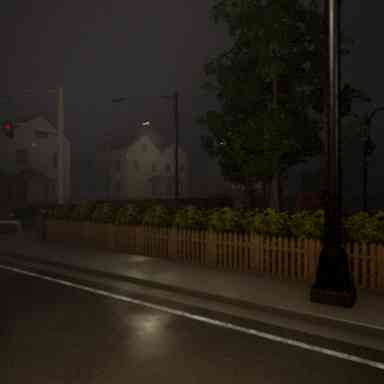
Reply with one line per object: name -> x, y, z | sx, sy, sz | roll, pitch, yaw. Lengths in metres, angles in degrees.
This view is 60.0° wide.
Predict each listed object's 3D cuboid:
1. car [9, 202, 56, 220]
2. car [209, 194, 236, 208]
car -> -13.545, 1.622, 29.319 | 1.812, 1.442, 4.674 | 0, 0, 35
car -> 4.400, 1.307, 48.714 | 2.150, 2.045, 5.566 | 0, 0, 35
